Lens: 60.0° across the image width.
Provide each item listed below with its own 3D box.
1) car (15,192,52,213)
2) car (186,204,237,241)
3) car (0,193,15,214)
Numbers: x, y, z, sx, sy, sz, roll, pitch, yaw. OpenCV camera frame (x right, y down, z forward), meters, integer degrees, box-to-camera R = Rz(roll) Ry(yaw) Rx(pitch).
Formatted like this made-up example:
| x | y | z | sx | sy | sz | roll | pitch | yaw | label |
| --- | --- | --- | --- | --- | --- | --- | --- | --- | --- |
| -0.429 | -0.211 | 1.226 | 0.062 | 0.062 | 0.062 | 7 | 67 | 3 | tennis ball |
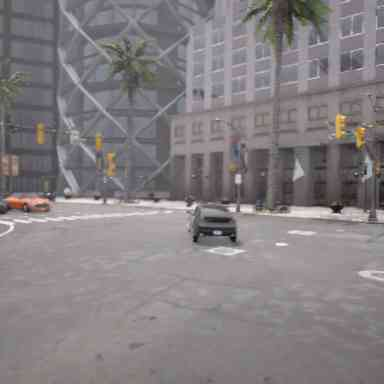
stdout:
| x | y | z | sx | sy | sz | roll | pitch | yaw | label |
| --- | --- | --- | --- | --- | --- | --- | --- | --- | --- |
| -14.278 | 0.803 | 29.121 | 4.553 | 1.767 | 2.097 | 1 | 1 | 36 | car |
| 0.847 | 1.324 | 15.478 | 1.837 | 1.490 | 4.892 | 2 | 1 | -4 | car |
| -16.508 | 0.805 | 26.464 | 4.553 | 1.767 | 2.097 | 1 | 1 | 36 | car |
